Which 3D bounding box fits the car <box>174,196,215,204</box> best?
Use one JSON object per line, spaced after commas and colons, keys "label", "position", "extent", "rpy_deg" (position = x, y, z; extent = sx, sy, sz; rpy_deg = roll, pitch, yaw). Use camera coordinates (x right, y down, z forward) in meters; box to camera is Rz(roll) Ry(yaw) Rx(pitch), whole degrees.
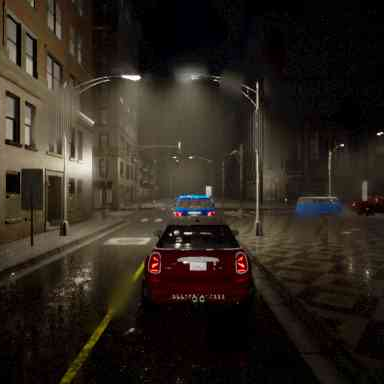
{"label": "car", "position": [0.118, 1.207, 17.932], "extent": [2.150, 2.045, 5.566], "rpy_deg": [0, 0, 0]}

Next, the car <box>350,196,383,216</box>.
{"label": "car", "position": [17.398, 1.322, 30.900], "extent": [5.009, 1.841, 2.192], "rpy_deg": [0, 0, -1]}

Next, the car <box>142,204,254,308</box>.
{"label": "car", "position": [0.109, 1.346, 8.075], "extent": [2.097, 1.767, 4.553], "rpy_deg": [0, 0, 0]}

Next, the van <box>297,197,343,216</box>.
{"label": "van", "position": [11.757, 1.349, 30.819], "extent": [3.998, 1.788, 1.690], "rpy_deg": [0, 0, -1]}
